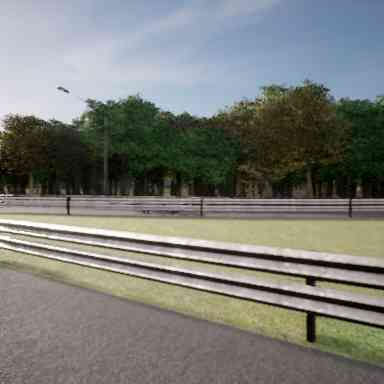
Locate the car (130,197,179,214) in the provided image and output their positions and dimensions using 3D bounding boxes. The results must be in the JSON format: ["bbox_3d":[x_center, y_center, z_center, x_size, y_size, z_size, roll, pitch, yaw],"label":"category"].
[{"bbox_3d":[-3.188,1.157,28.636,4.181,1.385,1.994,0,0,11],"label":"car"}]
